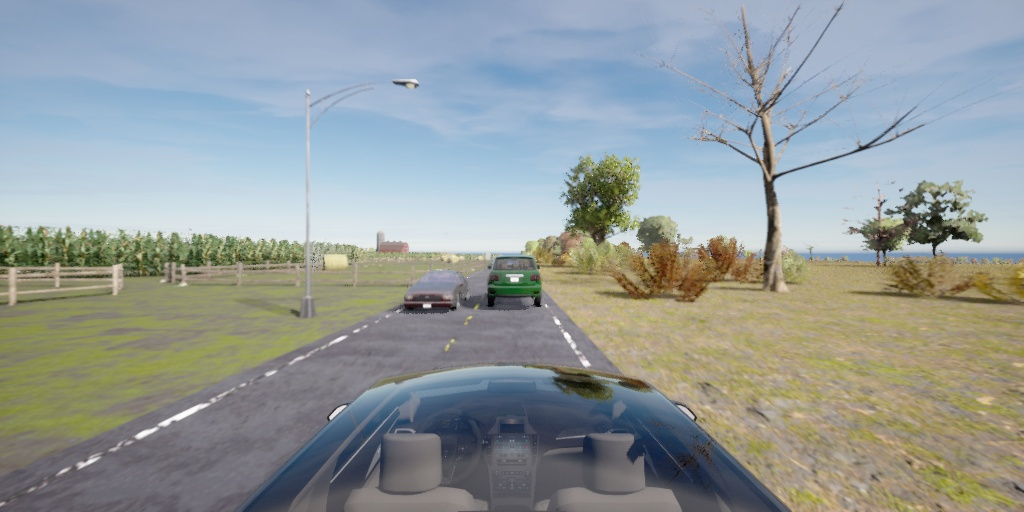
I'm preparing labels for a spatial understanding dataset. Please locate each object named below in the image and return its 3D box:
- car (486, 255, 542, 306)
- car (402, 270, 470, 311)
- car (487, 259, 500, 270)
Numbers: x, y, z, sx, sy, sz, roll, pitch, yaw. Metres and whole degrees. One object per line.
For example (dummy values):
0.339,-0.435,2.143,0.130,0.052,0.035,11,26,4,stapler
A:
0.095,0.971,15.877,2.150,2.045,5.566,0,0,0,car
-2.856,1.297,14.723,2.033,1.411,5.357,0,0,0,car
-2.831,1.304,55.886,1.837,1.490,4.892,0,0,0,car
